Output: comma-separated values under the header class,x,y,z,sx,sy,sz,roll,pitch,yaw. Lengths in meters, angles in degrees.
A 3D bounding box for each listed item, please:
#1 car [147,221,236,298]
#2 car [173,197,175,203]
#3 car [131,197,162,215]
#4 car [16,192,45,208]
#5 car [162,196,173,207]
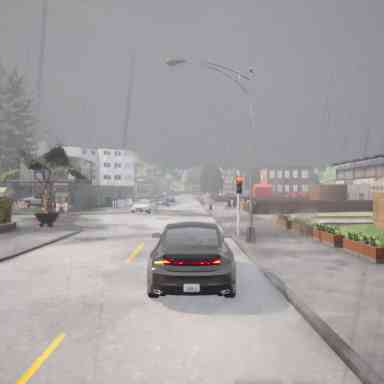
class,x,y,z,sx,sy,sz,roll,pitch,yaw
car,-0.008,1.505,8.495,1.837,1.490,4.892,0,0,0
car,-4.582,1.477,68.610,1.882,1.535,5.008,0,0,0
car,-4.882,1.525,34.788,1.812,1.442,4.674,0,0,8
car,-20.111,0.985,42.178,1.905,1.878,3.866,0,0,35
car,-4.521,1.492,50.899,2.128,1.511,4.902,0,0,0
